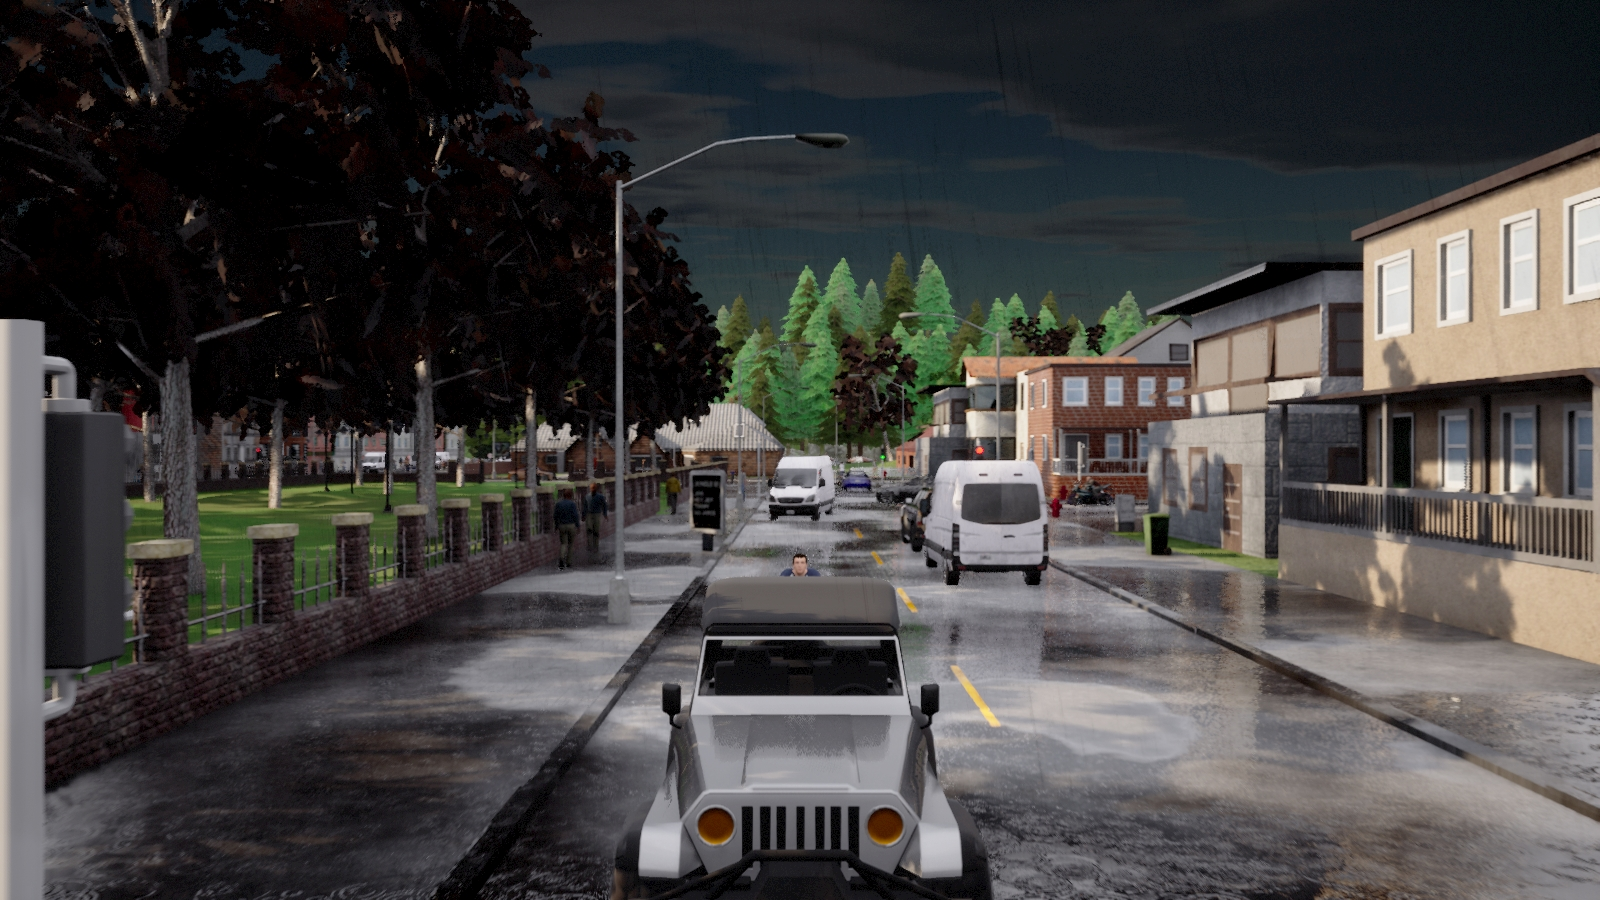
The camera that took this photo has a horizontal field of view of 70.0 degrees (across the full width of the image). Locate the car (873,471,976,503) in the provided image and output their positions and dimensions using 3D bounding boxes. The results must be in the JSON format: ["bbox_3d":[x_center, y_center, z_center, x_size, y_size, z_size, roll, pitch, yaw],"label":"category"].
[{"bbox_3d":[6.305,1.838,57.704,4.792,1.488,2.163,0,0,21],"label":"car"}]

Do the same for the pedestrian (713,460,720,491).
[{"bbox_3d":[-5.045,1.520,69.239,0.375,1.860,0.375,0,0,-9],"label":"pedestrian"}]

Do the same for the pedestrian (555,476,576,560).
[{"bbox_3d":[-5.281,1.523,25.770,0.375,1.860,0.375,0,0,6],"label":"pedestrian"}]

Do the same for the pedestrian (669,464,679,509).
[{"bbox_3d":[-5.250,1.521,47.602,0.375,1.860,0.375,0,0,-2],"label":"pedestrian"}]

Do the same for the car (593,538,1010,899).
[{"bbox_3d":[0.009,1.636,7.149,1.905,1.878,3.866,0,0,0],"label":"car"}]

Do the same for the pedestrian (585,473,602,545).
[{"bbox_3d":[-5.338,1.523,29.536,0.375,1.860,0.375,0,0,1],"label":"pedestrian"}]

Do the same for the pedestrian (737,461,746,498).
[{"bbox_3d":[-2.988,1.520,58.597,0.375,1.860,0.375,0,0,16],"label":"pedestrian"}]

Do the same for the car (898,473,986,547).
[{"bbox_3d":[3.947,1.641,32.582,1.932,1.855,4.605,0,0,0],"label":"car"}]

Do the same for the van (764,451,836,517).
[{"bbox_3d":[0.089,1.310,46.977,1.988,2.561,5.915,0,0,9],"label":"van"}]

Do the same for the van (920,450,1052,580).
[{"bbox_3d":[3.981,1.309,25.510,1.988,2.561,5.915,0,-1,0],"label":"van"}]
